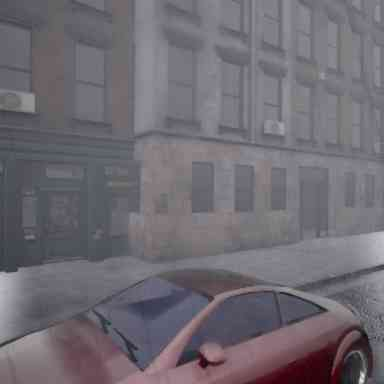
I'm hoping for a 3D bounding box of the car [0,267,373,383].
[{"bbox_3d":[-0.028,1.564,3.359,4.181,1.385,1.994,0,0,-36],"label":"car"}]
